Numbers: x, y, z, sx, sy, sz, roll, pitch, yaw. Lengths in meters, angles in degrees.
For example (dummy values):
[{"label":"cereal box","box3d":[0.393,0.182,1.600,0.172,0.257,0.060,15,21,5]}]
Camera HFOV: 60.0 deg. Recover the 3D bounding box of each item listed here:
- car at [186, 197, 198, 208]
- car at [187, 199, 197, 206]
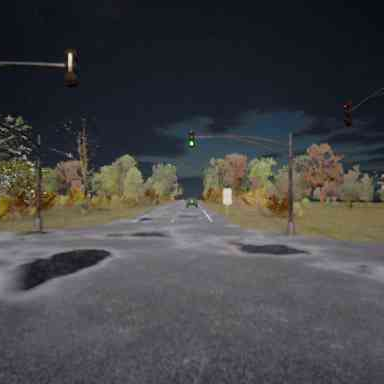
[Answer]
[{"label":"car","box3d":[0.026,2.006,64.525,2.150,2.045,5.566,0,-1,0]},{"label":"car","box3d":[0.030,2.293,74.913,2.033,1.411,5.357,0,-1,0]}]
